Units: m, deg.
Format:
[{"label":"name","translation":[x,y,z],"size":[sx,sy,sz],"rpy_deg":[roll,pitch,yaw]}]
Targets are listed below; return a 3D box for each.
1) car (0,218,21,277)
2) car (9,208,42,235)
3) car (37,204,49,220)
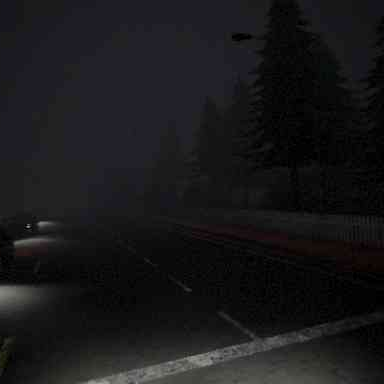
[{"label":"car","translation":[-7.241,1.936,11.242],"size":[1.837,1.490,4.892],"rpy_deg":[-3,0,-21]},{"label":"car","translation":[-11.900,2.187,23.284],"size":[1.882,1.535,5.008],"rpy_deg":[-3,0,-21]},{"label":"car","translation":[-18.006,2.566,39.277],"size":[2.128,1.511,4.902],"rpy_deg":[-3,0,-21]}]
